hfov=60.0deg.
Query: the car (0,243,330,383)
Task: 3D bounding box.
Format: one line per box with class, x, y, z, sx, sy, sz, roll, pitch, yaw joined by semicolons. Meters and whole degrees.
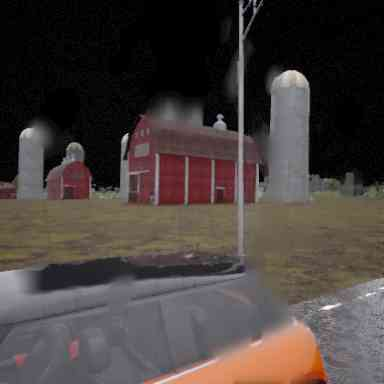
car;-1.109;1.354;2.280;4.553;1.767;2.097;0;0;-35
